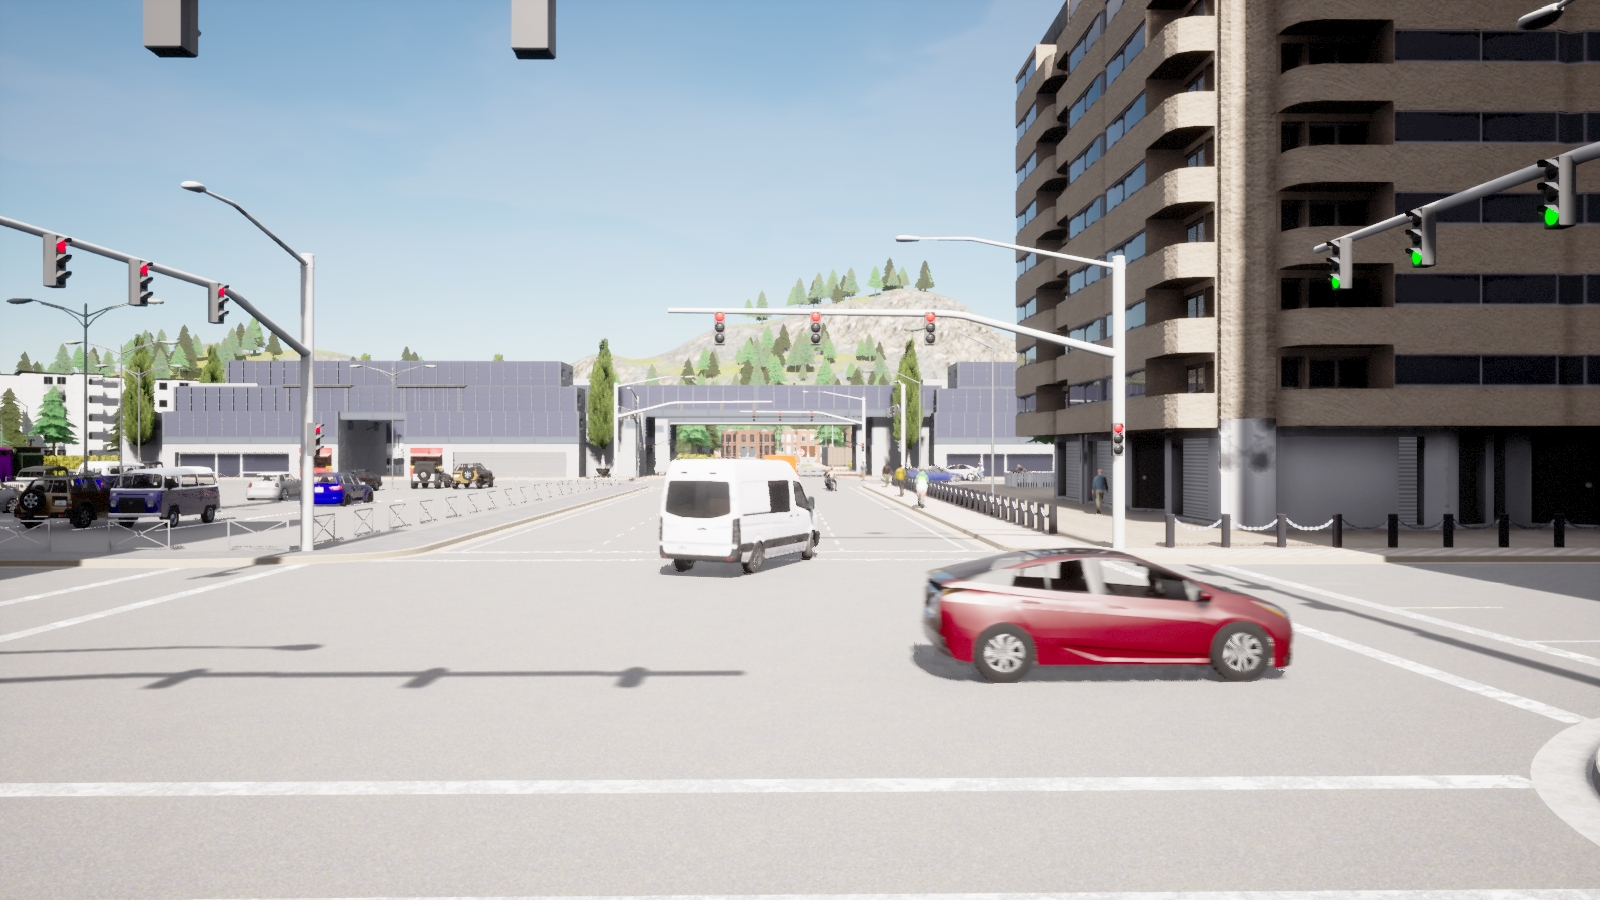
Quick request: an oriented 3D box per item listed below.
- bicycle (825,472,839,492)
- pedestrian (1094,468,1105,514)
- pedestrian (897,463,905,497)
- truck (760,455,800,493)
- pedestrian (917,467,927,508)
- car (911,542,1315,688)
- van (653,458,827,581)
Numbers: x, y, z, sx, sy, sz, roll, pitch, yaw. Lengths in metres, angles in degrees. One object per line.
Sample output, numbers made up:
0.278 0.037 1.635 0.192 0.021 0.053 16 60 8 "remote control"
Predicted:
2.134 2.158 77.288 0.859 1.276 1.487 0 0 -1 "bicycle"
12.152 1.656 46.341 0.375 1.860 0.375 0 0 9 "pedestrian"
5.709 1.695 64.527 0.375 1.860 0.375 0 0 -2 "pedestrian"
-1.366 1.564 77.071 2.627 2.467 5.204 0 0 -1 "truck"
5.549 1.695 52.043 0.375 1.860 0.375 0 0 -2 "pedestrian"
3.785 2.009 14.399 4.514 1.525 2.007 0 0 -2 "car"
-1.262 1.511 27.539 1.988 2.561 5.915 1 0 20 "van"
